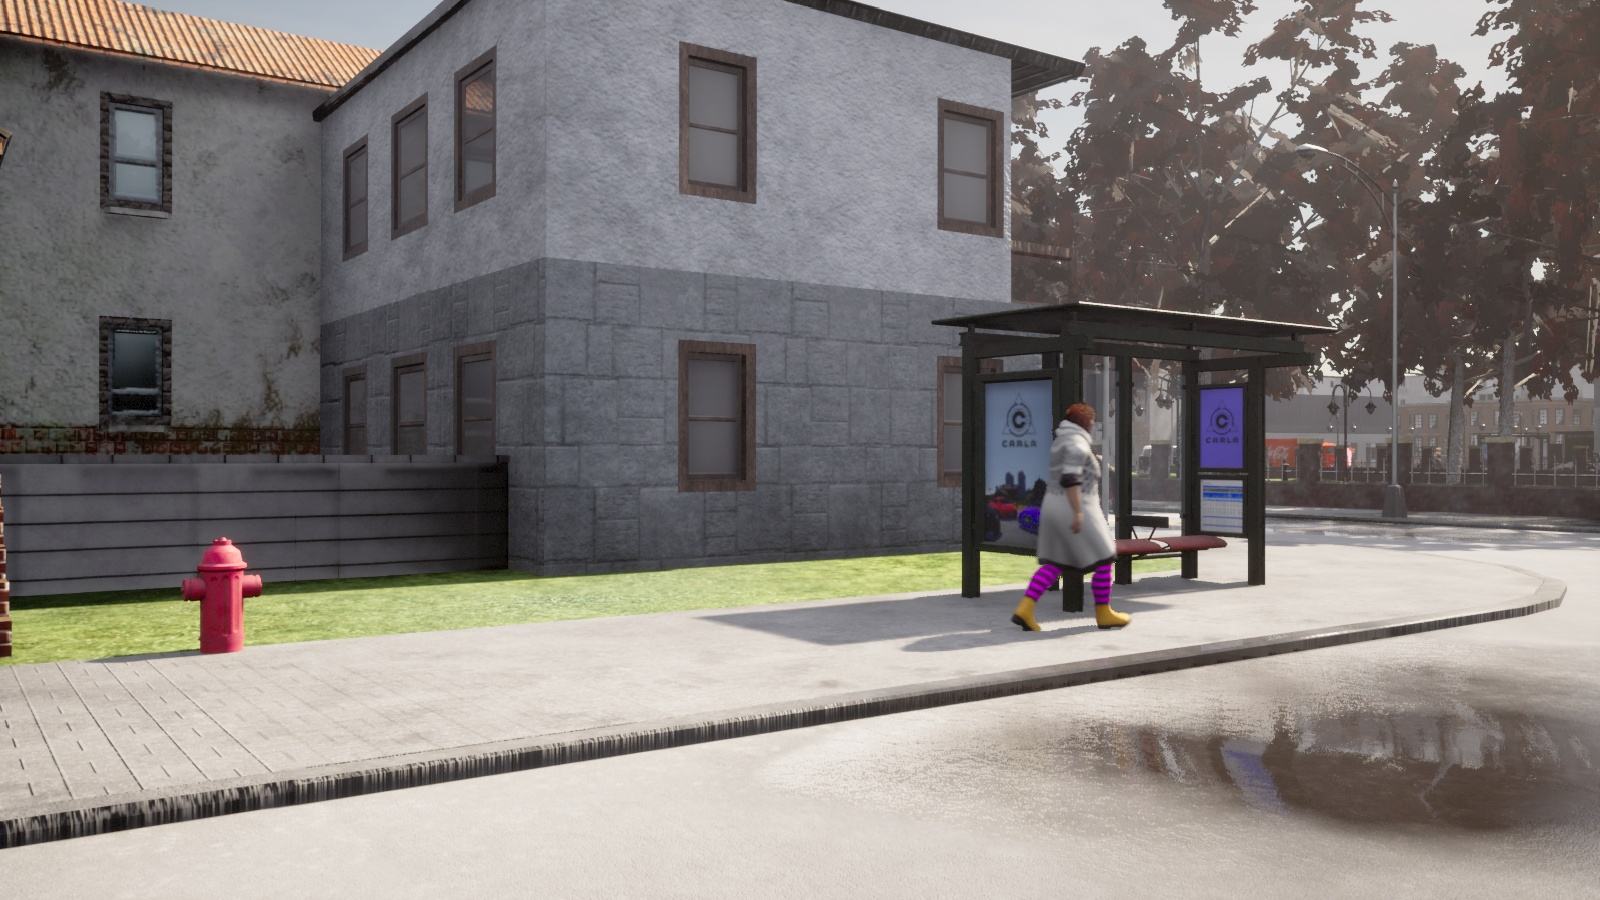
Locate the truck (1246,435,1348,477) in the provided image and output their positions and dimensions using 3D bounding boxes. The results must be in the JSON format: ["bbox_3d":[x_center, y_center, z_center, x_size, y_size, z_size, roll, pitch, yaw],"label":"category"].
[{"bbox_3d":[30.378,0.382,76.878,2.627,2.467,5.204,0,0,-35],"label":"truck"}]

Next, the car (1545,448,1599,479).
[{"bbox_3d":[42.285,0.717,66.998,1.851,1.617,3.988,0,0,-35],"label":"car"}]

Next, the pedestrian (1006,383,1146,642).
[{"bbox_3d":[2.164,0.474,9.900,0.873,1.952,0.659,0,0,-14],"label":"pedestrian"}]
